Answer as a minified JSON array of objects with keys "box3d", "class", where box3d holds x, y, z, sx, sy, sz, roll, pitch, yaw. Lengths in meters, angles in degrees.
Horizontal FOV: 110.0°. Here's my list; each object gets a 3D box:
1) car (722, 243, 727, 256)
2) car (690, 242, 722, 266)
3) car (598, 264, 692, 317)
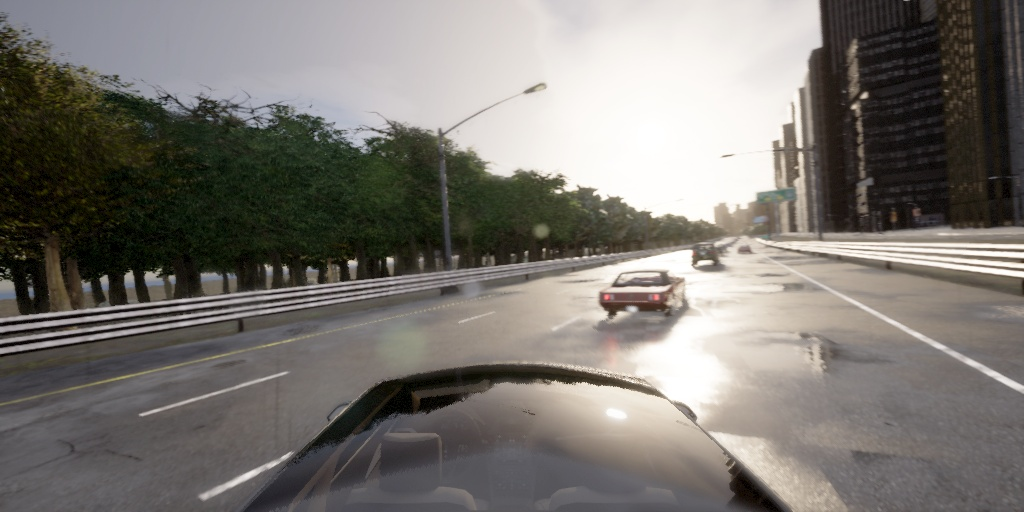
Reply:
[{"box3d":[31.001,-0.792,54.375,1.837,1.490,4.892,-4,0,32],"class":"car"},{"box3d":[18.134,-0.210,33.696,2.150,2.045,5.566,-4,0,32],"class":"car"},{"box3d":[4.413,1.071,11.599,1.895,1.301,4.718,-4,0,32],"class":"car"}]
